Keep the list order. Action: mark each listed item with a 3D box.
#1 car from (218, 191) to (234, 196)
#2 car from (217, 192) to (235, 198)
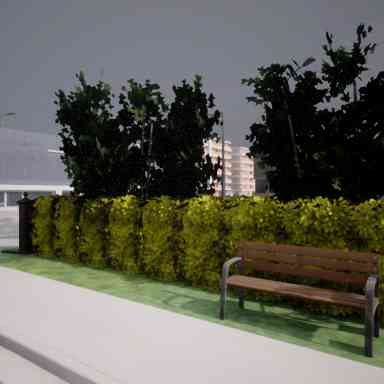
[{"bbox_3d":[7.516,0.729,69.202,1.812,1.442,4.674,0,1,35],"label":"car"},{"bbox_3d":[7.784,0.662,75.676,1.837,1.490,4.892,0,0,35],"label":"car"}]
